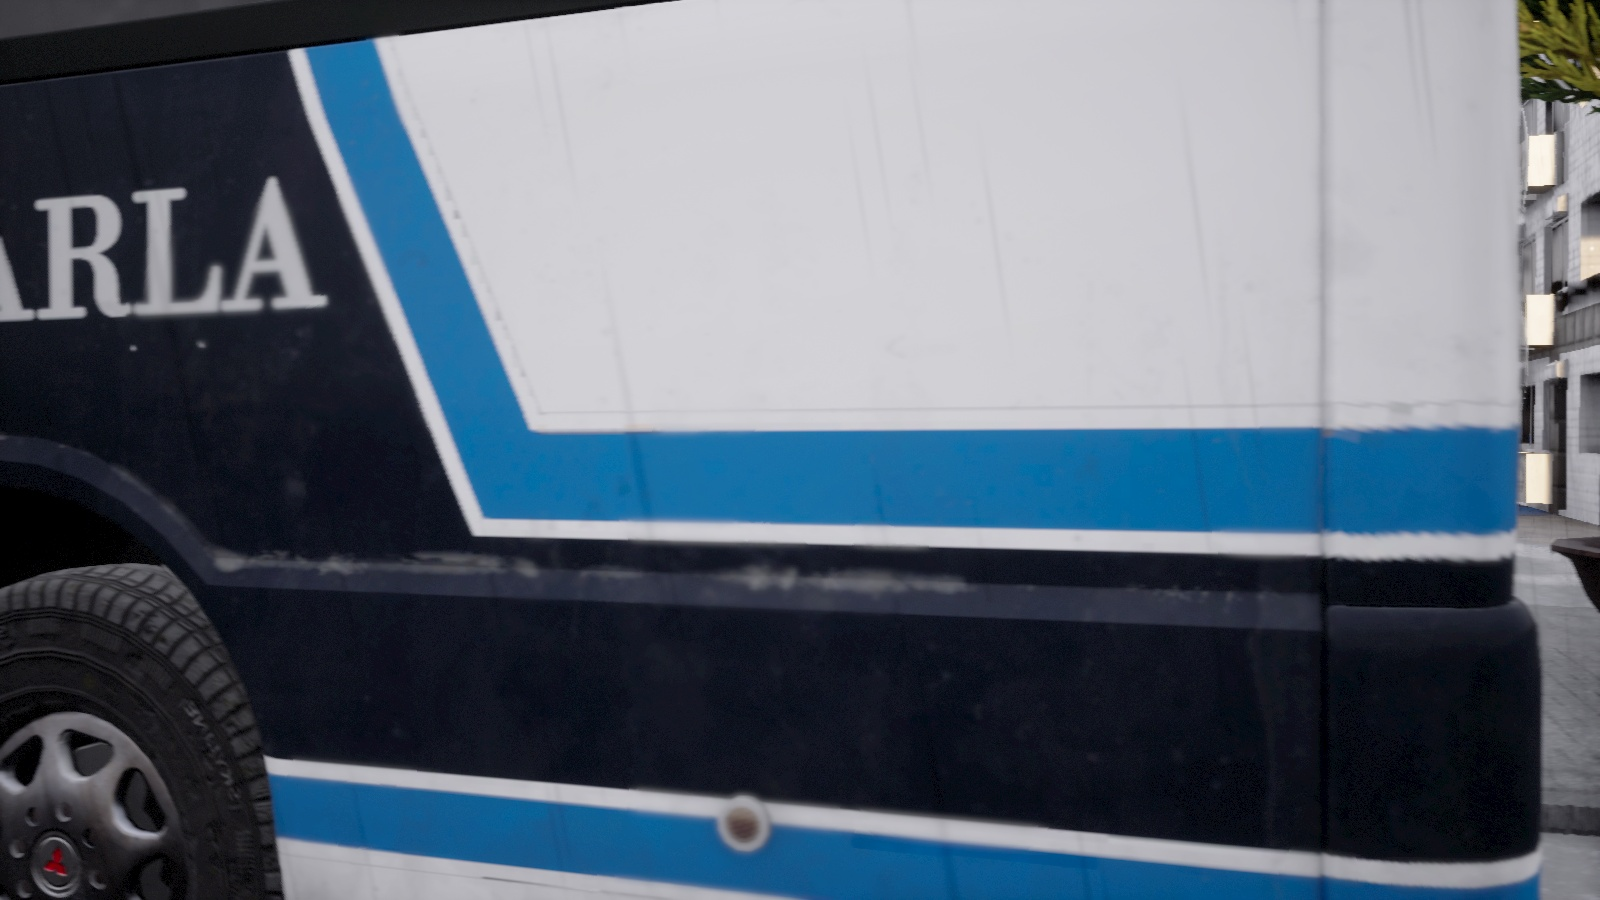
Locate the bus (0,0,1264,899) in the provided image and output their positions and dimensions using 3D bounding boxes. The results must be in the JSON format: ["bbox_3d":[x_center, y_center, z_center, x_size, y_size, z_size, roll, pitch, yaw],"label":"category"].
[{"bbox_3d":[-3.720,-0.654,4.945,10.273,4.253,3.944,0,1,18],"label":"bus"}]
